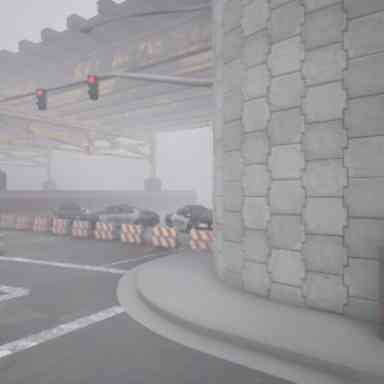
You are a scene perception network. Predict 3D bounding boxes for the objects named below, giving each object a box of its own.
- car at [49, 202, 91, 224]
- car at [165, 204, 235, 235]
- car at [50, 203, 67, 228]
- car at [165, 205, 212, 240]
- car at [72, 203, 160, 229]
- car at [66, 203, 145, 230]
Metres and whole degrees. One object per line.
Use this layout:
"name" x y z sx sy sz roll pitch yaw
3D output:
"car" -8.204 1.350 22.728 1.853 1.218 4.536 0 0 -9
"car" 0.233 1.322 17.364 1.853 1.218 4.536 0 0 -24
"car" -8.195 1.507 22.676 2.038 1.542 4.974 0 0 -9
"car" 0.255 1.479 17.316 2.038 1.542 4.974 0 0 -24
"car" -4.456 1.337 19.913 4.536 1.218 1.853 0 0 1
"car" -4.507 1.494 19.913 4.974 1.542 2.038 0 0 1
